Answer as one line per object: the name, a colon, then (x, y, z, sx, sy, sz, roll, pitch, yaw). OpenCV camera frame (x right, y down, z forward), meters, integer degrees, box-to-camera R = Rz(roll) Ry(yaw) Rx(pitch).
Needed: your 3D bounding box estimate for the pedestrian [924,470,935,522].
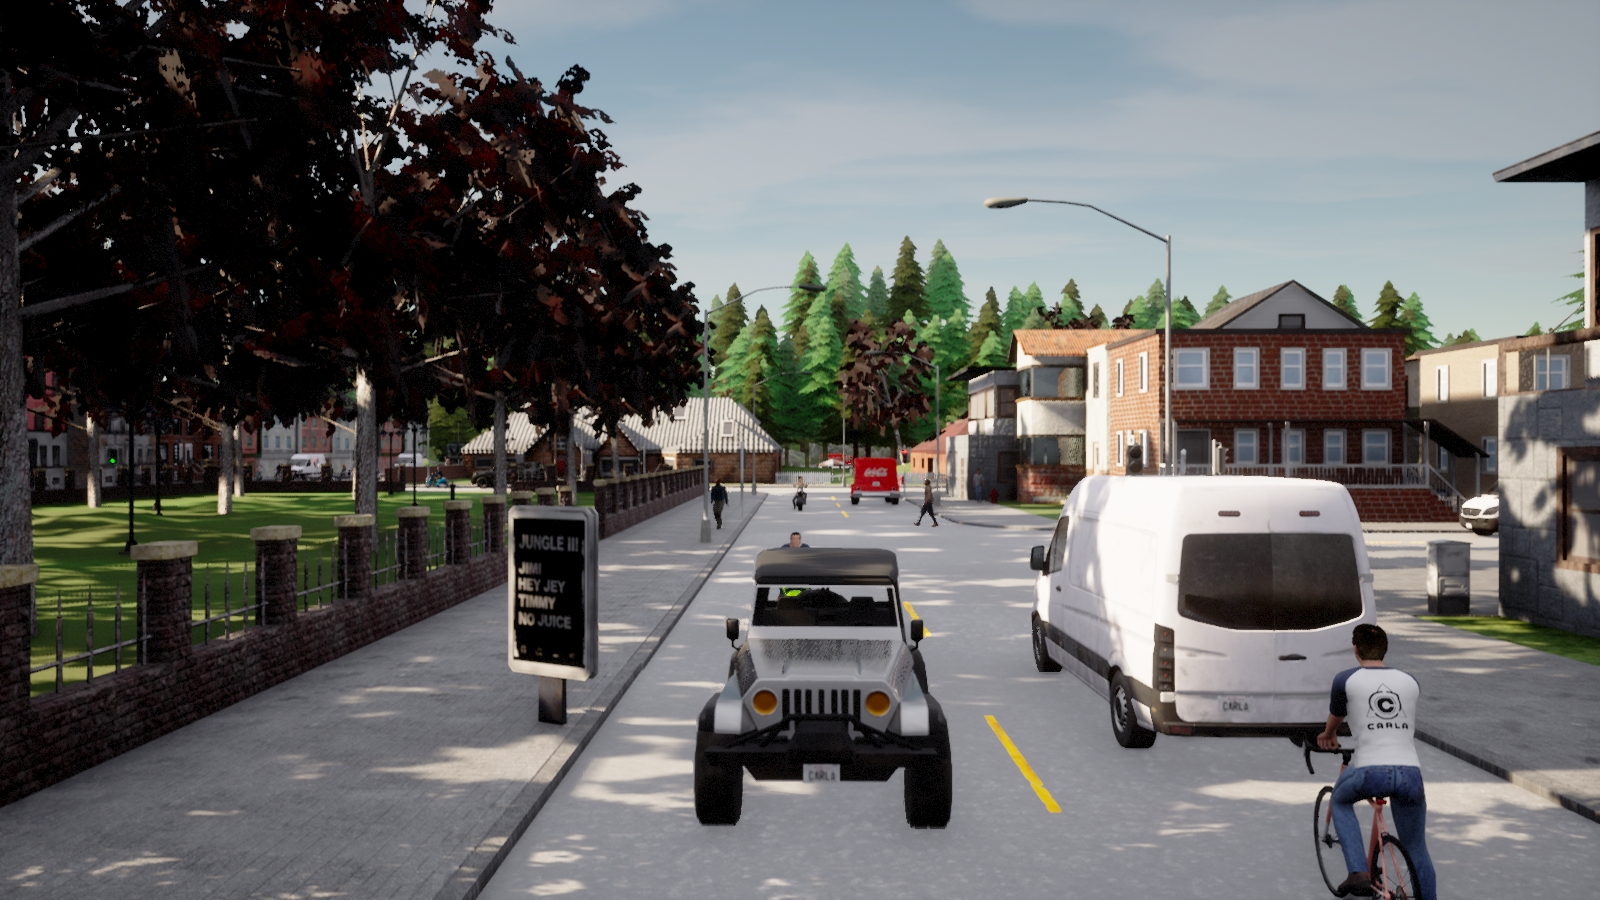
pedestrian: (4.751, 1.682, 41.847, 0.375, 1.860, 0.375, 0, 0, 2)

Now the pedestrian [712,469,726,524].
pedestrian: (-2.789, 1.575, 39.135, 0.375, 1.860, 0.375, 0, 0, 15)

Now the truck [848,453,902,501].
truck: (3.969, 1.426, 61.571, 2.627, 2.467, 5.204, 0, 0, 1)

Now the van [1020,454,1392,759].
van: (4.000, 1.332, 12.623, 1.988, 2.561, 5.915, 0, 0, 0)

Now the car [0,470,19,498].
car: (-45.283, 1.907, 62.281, 2.128, 1.511, 4.902, 0, 0, 0)

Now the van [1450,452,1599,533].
van: (24.712, 1.362, 37.233, 5.915, 2.561, 1.988, 0, 0, 0)

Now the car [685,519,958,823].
car: (0.223, 1.652, 9.901, 1.905, 1.878, 3.866, 0, 0, 2)

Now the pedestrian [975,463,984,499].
pedestrian: (9.257, 1.599, 58.844, 0.375, 1.860, 0.375, 0, 0, -3)
